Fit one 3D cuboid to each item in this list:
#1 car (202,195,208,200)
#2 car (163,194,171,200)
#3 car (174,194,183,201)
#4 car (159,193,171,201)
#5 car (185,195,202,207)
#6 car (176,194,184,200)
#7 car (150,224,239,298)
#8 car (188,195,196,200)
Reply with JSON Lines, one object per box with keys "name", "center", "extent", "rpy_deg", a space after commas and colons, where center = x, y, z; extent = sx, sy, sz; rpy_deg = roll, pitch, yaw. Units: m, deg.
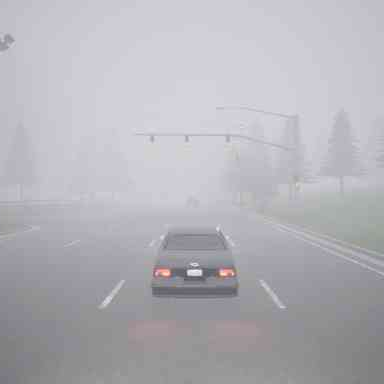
{"name": "car", "center": [3.546, 1.500, 94.208], "extent": [1.837, 1.490, 4.892], "rpy_deg": [0, 0, 0]}
{"name": "car", "center": [-6.954, 1.385, 93.799], "extent": [1.994, 1.385, 4.181], "rpy_deg": [0, 0, 0]}
{"name": "car", "center": [-3.459, 1.516, 83.794], "extent": [1.812, 1.442, 4.674], "rpy_deg": [0, 0, 0]}
{"name": "car", "center": [-6.959, 1.217, 83.409], "extent": [2.150, 2.045, 5.566], "rpy_deg": [0, 0, 0]}
{"name": "car", "center": [0.023, 1.352, 52.733], "extent": [2.097, 1.767, 4.553], "rpy_deg": [0, 0, 0]}
{"name": "car", "center": [-3.454, 1.357, 93.798], "extent": [2.128, 1.511, 4.902], "rpy_deg": [0, 0, 0]}
{"name": "car", "center": [0.070, 1.547, 8.694], "extent": [2.033, 1.411, 5.357], "rpy_deg": [0, 0, 0]}
{"name": "car", "center": [0.046, 1.540, 94.209], "extent": [2.033, 1.411, 5.357], "rpy_deg": [0, 0, 0]}
